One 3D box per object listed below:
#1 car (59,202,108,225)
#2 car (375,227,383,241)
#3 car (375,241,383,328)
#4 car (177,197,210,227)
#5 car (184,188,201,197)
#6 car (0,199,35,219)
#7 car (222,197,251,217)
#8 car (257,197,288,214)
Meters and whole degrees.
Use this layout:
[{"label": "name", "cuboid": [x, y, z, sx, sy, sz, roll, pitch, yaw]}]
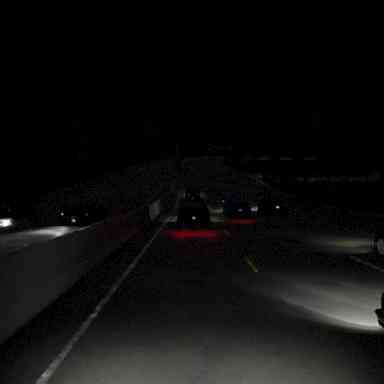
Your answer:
[{"label": "car", "cuboid": [-7.048, 1.381, 22.053, 1.895, 1.301, 4.718, 0, 1, 1]}, {"label": "car", "cuboid": [7.101, 1.386, 9.219, 1.882, 1.535, 5.008, 0, 0, 0]}, {"label": "car", "cuboid": [3.600, 1.522, 2.399, 2.033, 1.411, 5.357, 0, 1, 0]}, {"label": "car", "cuboid": [0.102, 1.271, 20.872, 1.882, 1.535, 5.008, 0, 0, 0]}, {"label": "car", "cuboid": [0.090, 0.282, 41.376, 2.128, 1.511, 4.902, 0, 5, 0]}, {"label": "car", "cuboid": [-14.012, 1.269, 25.890, 1.994, 1.385, 4.181, 0, 1, 0]}, {"label": "car", "cuboid": [3.603, 1.141, 27.425, 1.882, 1.535, 5.008, 0, 2, 0]}, {"label": "car", "cuboid": [7.103, 1.145, 29.609, 1.994, 1.385, 4.181, 0, 2, 0]}]
